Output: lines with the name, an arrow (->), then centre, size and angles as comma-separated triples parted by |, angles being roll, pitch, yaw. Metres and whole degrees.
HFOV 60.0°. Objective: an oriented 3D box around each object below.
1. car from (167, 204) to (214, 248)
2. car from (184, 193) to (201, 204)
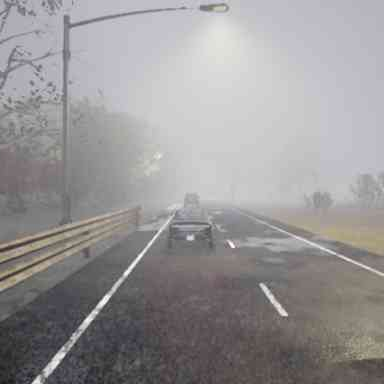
car -> -0.057, 1.488, 14.702 | 2.128, 1.511, 4.902 | 0, 0, 0
car -> -0.048, 1.191, 48.740 | 2.150, 2.045, 5.566 | 0, 0, 0
